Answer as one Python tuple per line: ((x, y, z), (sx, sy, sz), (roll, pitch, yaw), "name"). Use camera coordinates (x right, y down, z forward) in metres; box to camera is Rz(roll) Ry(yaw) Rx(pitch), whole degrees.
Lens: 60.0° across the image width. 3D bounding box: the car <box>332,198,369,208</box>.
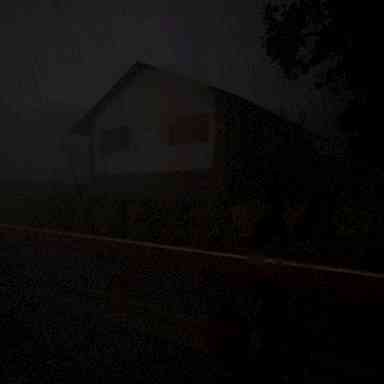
((11.913, 1.145, 23.530), (3.806, 1.475, 1.970), (0, 0, 36), "car")
